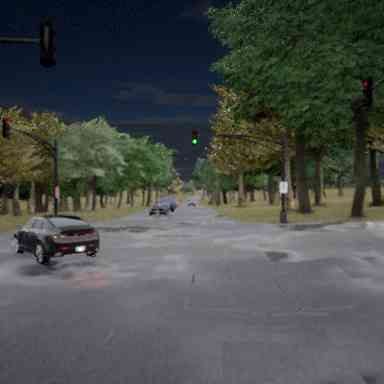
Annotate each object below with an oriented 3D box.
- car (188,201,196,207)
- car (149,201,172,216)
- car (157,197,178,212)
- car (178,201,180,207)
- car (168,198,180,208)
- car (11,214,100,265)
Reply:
[{"bbox_3d":[-0.069,2.699,76.604,1.895,1.301,4.718,0,-2,0],"label":"car"},{"bbox_3d":[-3.486,1.889,35.708,1.895,1.301,4.718,0,-1,0],"label":"car"},{"bbox_3d":[-3.507,1.650,45.576,2.150,2.045,5.566,0,-1,0],"label":"car"},{"bbox_3d":[-3.479,2.140,55.845,2.033,1.411,5.357,0,-1,0],"label":"car"},{"bbox_3d":[-3.525,2.170,66.139,2.097,1.767,4.553,0,-2,0],"label":"car"},{"bbox_3d":[-5.156,1.599,12.305,1.837,1.490,4.892,0,-1,-42],"label":"car"}]
